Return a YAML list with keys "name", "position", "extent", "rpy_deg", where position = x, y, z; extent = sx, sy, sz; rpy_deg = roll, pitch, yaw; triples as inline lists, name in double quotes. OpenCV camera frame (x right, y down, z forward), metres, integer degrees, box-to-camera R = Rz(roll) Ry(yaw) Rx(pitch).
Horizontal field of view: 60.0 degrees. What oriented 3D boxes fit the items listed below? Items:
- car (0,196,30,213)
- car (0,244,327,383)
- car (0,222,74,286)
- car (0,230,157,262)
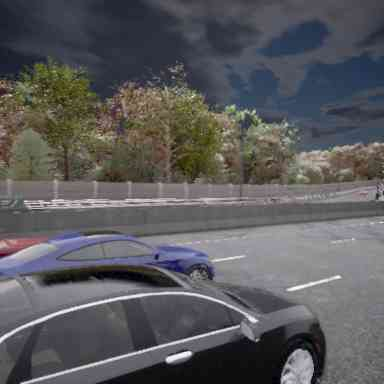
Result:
- name: "car"
  position: [-11.461, 1.217, 17.310]
  extent: [5.566, 2.045, 2.150]
  rpy_deg: [0, 0, -36]
- name: "car"
  position: [-0.639, 1.504, 3.292]
  extent: [4.892, 1.490, 1.837]
  rpy_deg: [0, 0, -36]
- name: "car"
  position: [-5.629, 1.599, 8.330]
  extent: [4.718, 1.301, 1.895]
  rpy_deg: [0, 0, -36]
- name: "car"
  position: [-1.656, 1.524, 6.867]
  extent: [4.674, 1.442, 1.812]
  rpy_deg: [0, 0, -36]
